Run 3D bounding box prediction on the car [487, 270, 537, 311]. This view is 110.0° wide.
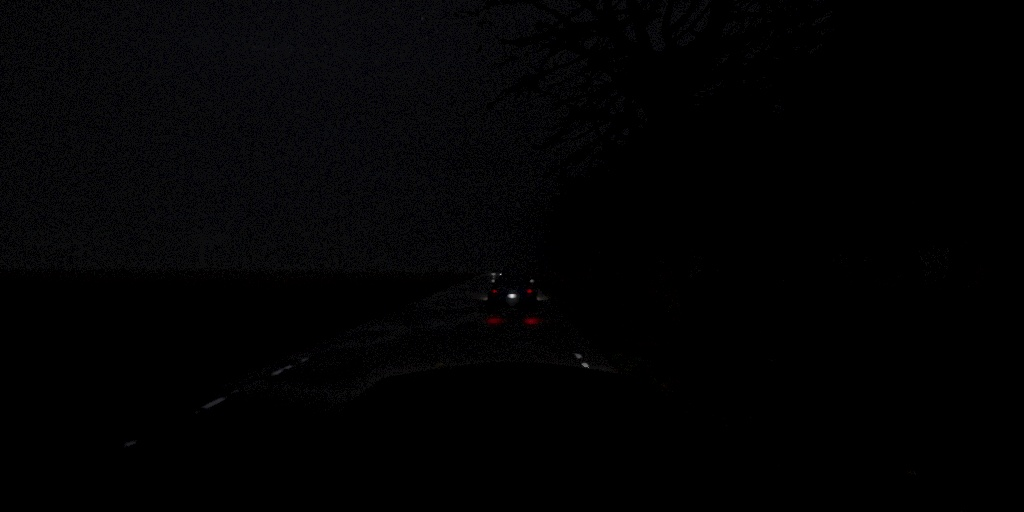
[{"bbox_3d":[0.026,1.480,15.346,1.994,1.385,4.181,0,-1,0],"label":"car"}]

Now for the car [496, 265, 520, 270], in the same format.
[{"bbox_3d":[0.015,1.651,29.463,2.033,1.411,5.357,0,-1,0],"label":"car"}]
